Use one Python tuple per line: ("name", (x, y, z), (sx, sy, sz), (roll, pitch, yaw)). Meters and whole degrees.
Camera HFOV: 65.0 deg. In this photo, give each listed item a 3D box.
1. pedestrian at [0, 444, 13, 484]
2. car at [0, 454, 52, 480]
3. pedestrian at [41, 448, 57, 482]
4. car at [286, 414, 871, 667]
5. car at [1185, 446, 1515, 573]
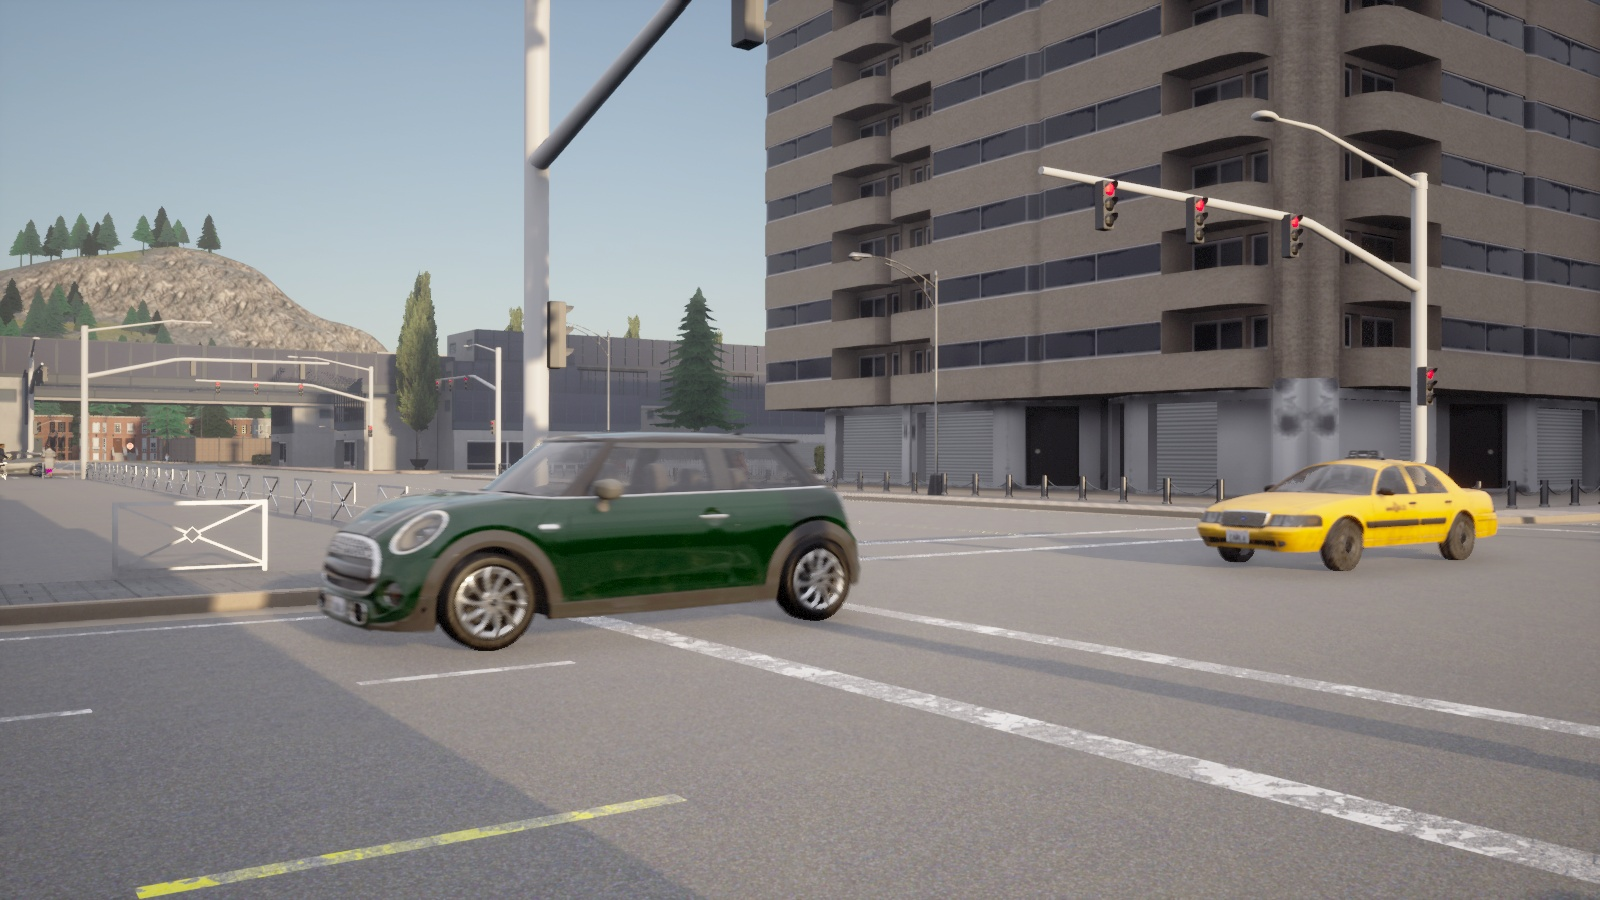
("pedestrian", (-39.855, 0.697, 62.853), (0.788, 1.949, 0.423), (0, 0, -33))
("car", (-47.532, 1.032, 75.291), (4.514, 1.525, 2.007), (0, 0, -34))
("pedestrian", (-42.822, 0.845, 71.612), (0.659, 1.952, 0.873), (0, 0, -38))
("car", (-1.821, 0.633, 10.930), (4.553, 1.767, 2.097), (0, 0, -35))
("car", (7.925, 0.738, 17.854), (5.366, 1.575, 1.801), (0, 0, -36))
